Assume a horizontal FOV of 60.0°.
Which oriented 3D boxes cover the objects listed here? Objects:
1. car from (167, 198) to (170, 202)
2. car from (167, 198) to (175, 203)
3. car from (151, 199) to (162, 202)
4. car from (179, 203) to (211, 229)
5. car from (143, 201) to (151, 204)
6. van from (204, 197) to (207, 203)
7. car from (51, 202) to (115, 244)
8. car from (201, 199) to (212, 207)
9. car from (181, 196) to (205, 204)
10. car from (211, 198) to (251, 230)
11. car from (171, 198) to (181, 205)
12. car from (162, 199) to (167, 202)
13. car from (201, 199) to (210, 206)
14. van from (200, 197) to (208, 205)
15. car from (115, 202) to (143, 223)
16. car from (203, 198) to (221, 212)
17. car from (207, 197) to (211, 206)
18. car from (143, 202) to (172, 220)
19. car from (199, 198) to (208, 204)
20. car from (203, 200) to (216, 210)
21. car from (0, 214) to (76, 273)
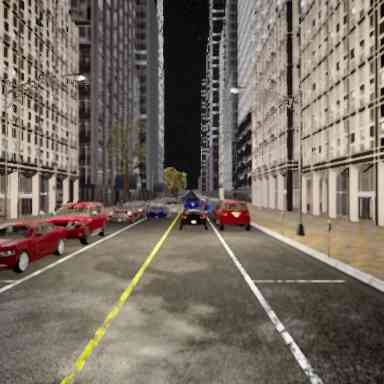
[{"bbox_3d":[-5.684,1.994,62.366,1.967,1.590,4.097,0,0,0],"label":"car"},{"bbox_3d":[-5.679,2.345,90.855,1.802,1.307,4.206,0,0,0],"label":"car"},{"bbox_3d":[-5.687,1.964,45.269,2.008,1.369,4.403,0,0,0],"label":"car"},{"bbox_3d":[0.103,1.745,23.121,1.812,1.442,4.674,0,-1,0],"label":"car"},{"bbox_3d":[-5.689,1.755,33.874,1.967,1.590,4.097,0,-1,0],"label":"car"},{"bbox_3d":[2.692,1.705,39.568,1.690,1.788,3.998,0,0,0],"label":"van"},{"bbox_3d":[-5.692,1.477,16.781,2.192,1.841,5.009,0,-1,0],"label":"car"},{"bbox_3d":[2.697,2.103,62.363,2.008,1.369,4.403,0,0,0],"label":"car"},{"bbox_3d":[0.105,1.595,40.775,2.150,2.045,5.566,0,-1,0],"label":"car"},{"bbox_3d":[2.690,1.528,22.474,2.192,1.841,5.009,0,-1,0],"label":"car"},{"bbox_3d":[-2.991,2.110,72.694,1.837,1.490,4.892,0,0,0],"label":"car"},{"bbox_3d":[-5.685,2.032,56.495,1.752,1.417,4.829,0,0,0],"label":"car"},{"bbox_3d":[2.698,2.179,68.059,1.802,1.307,4.206,0,0,0],"label":"car"},{"bbox_3d":[2.698,1.980,73.760,1.690,1.788,3.998,0,0,0],"label":"van"},{"bbox_3d":[-5.690,1.705,28.175,1.967,1.590,4.097,0,-1,0],"label":"car"},{"bbox_3d":[2.693,1.727,45.267,2.192,1.841,5.009,0,0,0],"label":"car"},{"bbox_3d":[2.690,1.579,28.172,2.192,1.841,5.009,0,-1,0],"label":"car"},{"bbox_3d":[-3.095,1.892,31.198,1.895,1.301,4.718,0,-1,0],"label":"car"},{"bbox_3d":[2.700,2.225,79.456,1.887,1.381,4.507,0,0,0],"label":"car"},{"bbox_3d":[2.695,1.988,51.133,1.752,1.417,4.829,0,0,0],"label":"car"},{"bbox_3d":[-5.692,1.653,11.080,1.887,1.381,4.507,0,-1,0],"label":"car"}]
